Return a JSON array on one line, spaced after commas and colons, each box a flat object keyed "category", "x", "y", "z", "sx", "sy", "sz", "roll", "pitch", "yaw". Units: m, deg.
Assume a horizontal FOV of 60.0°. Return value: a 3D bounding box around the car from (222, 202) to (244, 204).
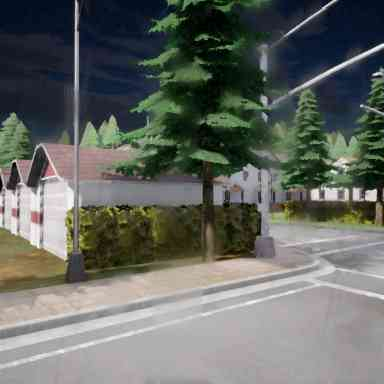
[{"category": "car", "x": 2.460, "y": 1.841, "z": 28.346, "sx": 2.150, "sy": 2.045, "sz": 5.566, "roll": 1, "pitch": -1, "yaw": -35}]
